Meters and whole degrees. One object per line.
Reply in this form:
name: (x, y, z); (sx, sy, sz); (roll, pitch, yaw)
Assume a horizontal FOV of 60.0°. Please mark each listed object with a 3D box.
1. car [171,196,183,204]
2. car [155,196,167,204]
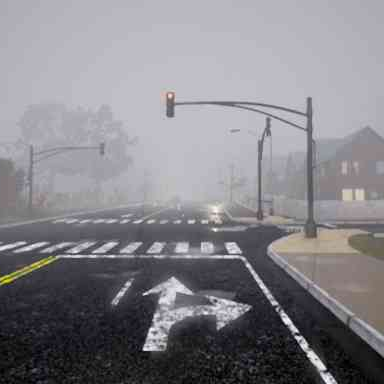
car: (-3.084, 1.581, 67.855); (1.812, 1.442, 4.674); (0, 0, 5)
car: (-6.319, 1.542, 68.173); (1.882, 1.535, 5.008); (0, 0, 5)
